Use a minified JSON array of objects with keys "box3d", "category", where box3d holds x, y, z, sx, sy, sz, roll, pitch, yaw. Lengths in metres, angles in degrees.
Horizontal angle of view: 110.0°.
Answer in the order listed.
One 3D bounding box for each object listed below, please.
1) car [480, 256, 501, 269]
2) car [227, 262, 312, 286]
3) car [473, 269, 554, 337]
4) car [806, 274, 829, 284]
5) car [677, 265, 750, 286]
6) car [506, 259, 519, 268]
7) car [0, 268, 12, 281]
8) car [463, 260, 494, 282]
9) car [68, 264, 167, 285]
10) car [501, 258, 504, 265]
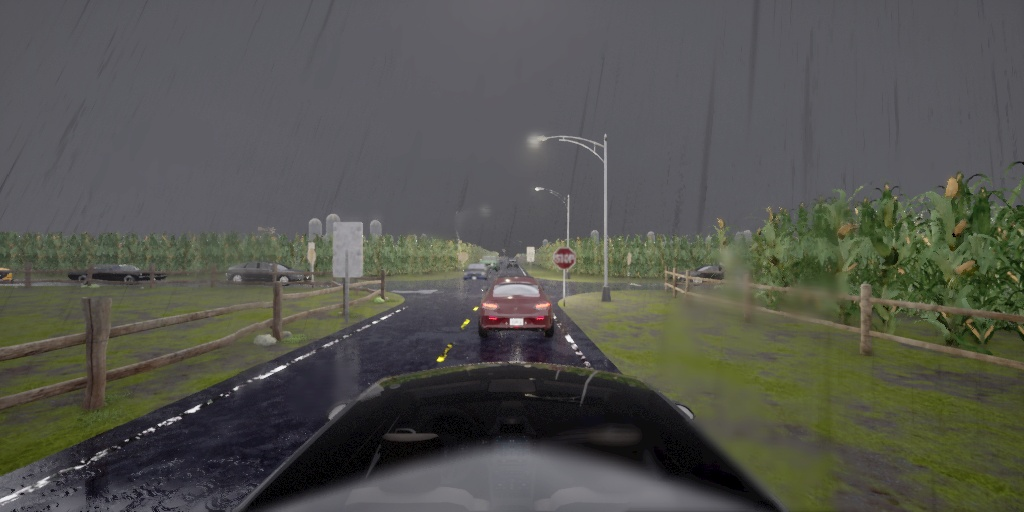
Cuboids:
[{"box3d":[-2.824,0.960,45.426,2.150,2.045,5.566,0,0,0],"category":"car"},{"box3d":[-15.656,1.155,23.252,4.892,1.490,1.837,0,-1,1],"category":"car"},{"box3d":[0.101,1.276,10.154,1.812,1.442,4.674,0,0,0],"category":"car"},{"box3d":[24.481,1.155,25.791,5.566,2.045,2.150,0,-1,1],"category":"car"},{"box3d":[14.462,1.371,25.892,4.892,1.490,1.837,0,-1,1],"category":"car"},{"box3d":[0.122,1.230,60.685,1.837,1.490,4.892,0,0,0],"category":"car"},{"box3d":[-36.040,1.021,23.473,5.008,1.535,1.882,0,-1,1],"category":"car"},{"box3d":[-2.840,1.293,29.646,2.033,1.411,5.357,0,0,0],"category":"car"},{"box3d":[-25.533,1.197,23.353,4.718,1.301,1.895,0,-1,0],"category":"car"},{"box3d":[-2.786,1.273,59.951,2.033,1.411,5.357,0,0,0],"category":"car"}]
